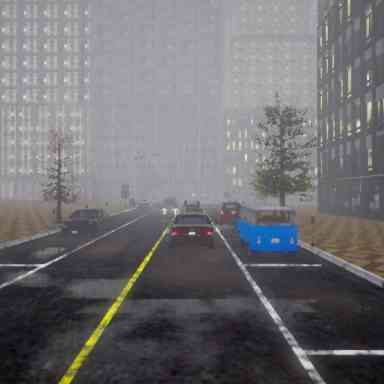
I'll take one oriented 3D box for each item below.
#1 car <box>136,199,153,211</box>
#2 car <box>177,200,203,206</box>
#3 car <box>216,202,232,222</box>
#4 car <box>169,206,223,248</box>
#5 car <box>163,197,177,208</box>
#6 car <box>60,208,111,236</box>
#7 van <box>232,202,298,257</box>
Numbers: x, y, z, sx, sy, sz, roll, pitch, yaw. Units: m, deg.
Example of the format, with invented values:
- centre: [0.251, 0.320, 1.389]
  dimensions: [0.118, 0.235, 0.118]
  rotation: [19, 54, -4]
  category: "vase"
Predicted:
- centre: [-5.811, 1.550, 40.834]
  dimensions: [2.008, 1.369, 4.403]
  rotation: [1, 0, 0]
  category: "car"
- centre: [0.001, 1.496, 29.650]
  dimensions: [2.128, 1.511, 4.902]
  rotation: [0, 0, 0]
  category: "car"
- centre: [2.700, 1.440, 23.899]
  dimensions: [1.967, 1.590, 4.097]
  rotation: [1, 0, 0]
  category: "car"
- centre: [0.001, 1.563, 14.649]
  dimensions: [2.033, 1.411, 5.357]
  rotation: [0, 0, 0]
  category: "car"
- centre: [-2.999, 1.560, 47.651]
  dimensions: [1.837, 1.490, 4.892]
  rotation: [0, 0, 0]
  category: "car"
- centre: [-5.682, 1.565, 18.265]
  dimensions: [1.947, 1.339, 4.313]
  rotation: [1, 0, 0]
  category: "car"
- centre: [2.702, 1.340, 12.616]
  dimensions: [1.690, 1.788, 3.998]
  rotation: [1, 0, 0]
  category: "van"
